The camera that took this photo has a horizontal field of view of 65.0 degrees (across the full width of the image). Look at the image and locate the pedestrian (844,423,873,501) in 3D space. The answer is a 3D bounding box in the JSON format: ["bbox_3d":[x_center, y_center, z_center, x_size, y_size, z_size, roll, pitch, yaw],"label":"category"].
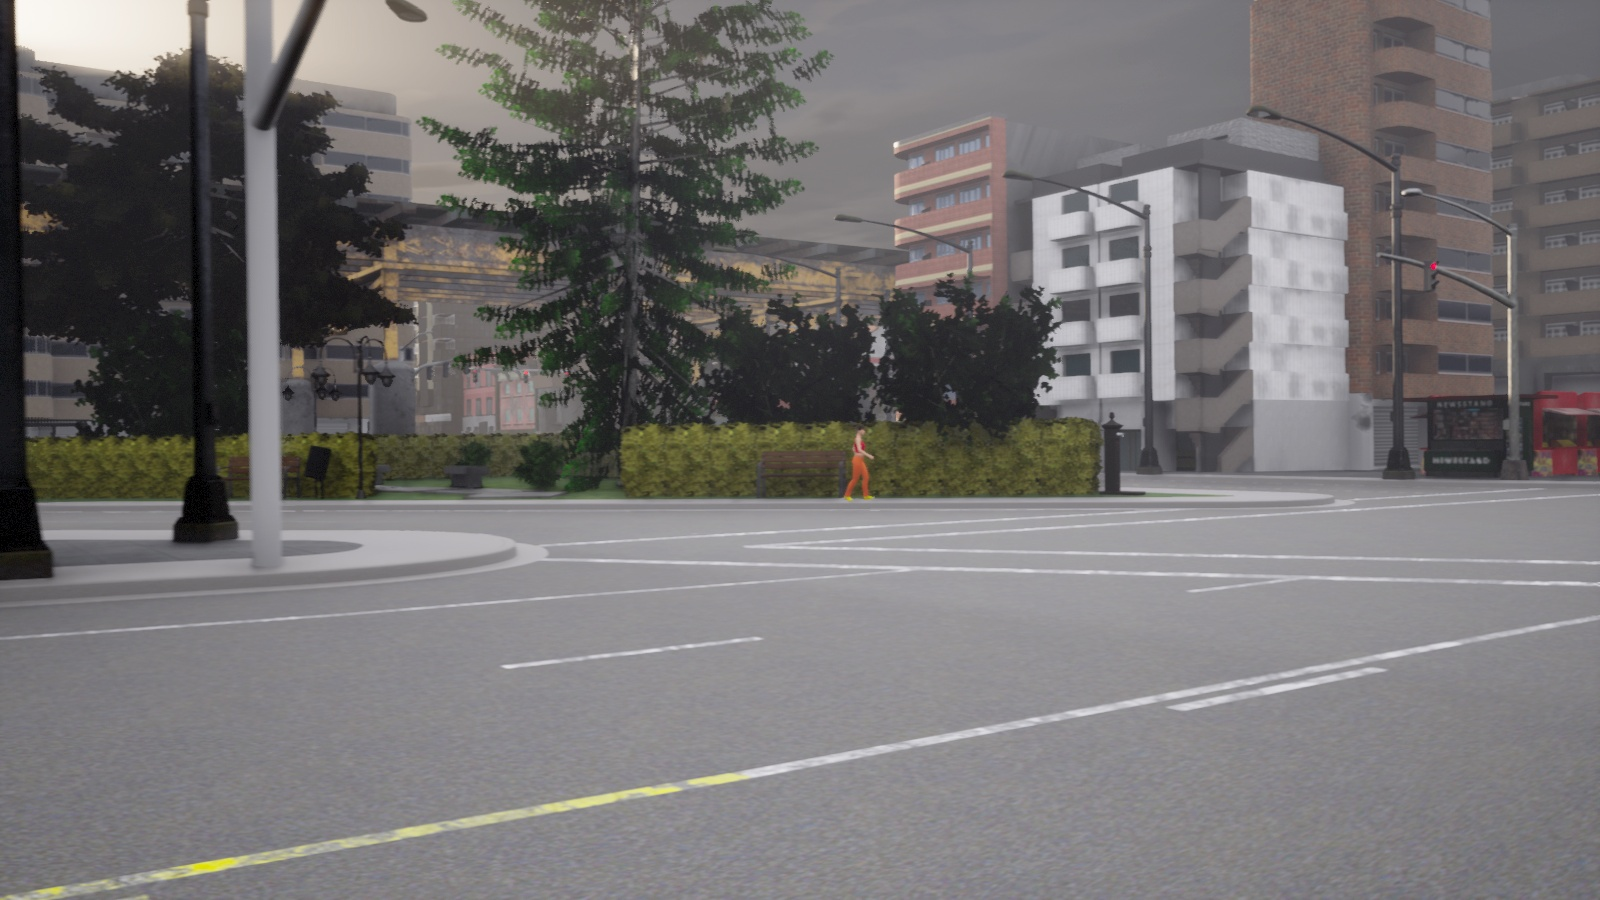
[{"bbox_3d":[1.390,0.288,29.887,0.594,1.836,0.345,-1,0,13],"label":"pedestrian"}]
